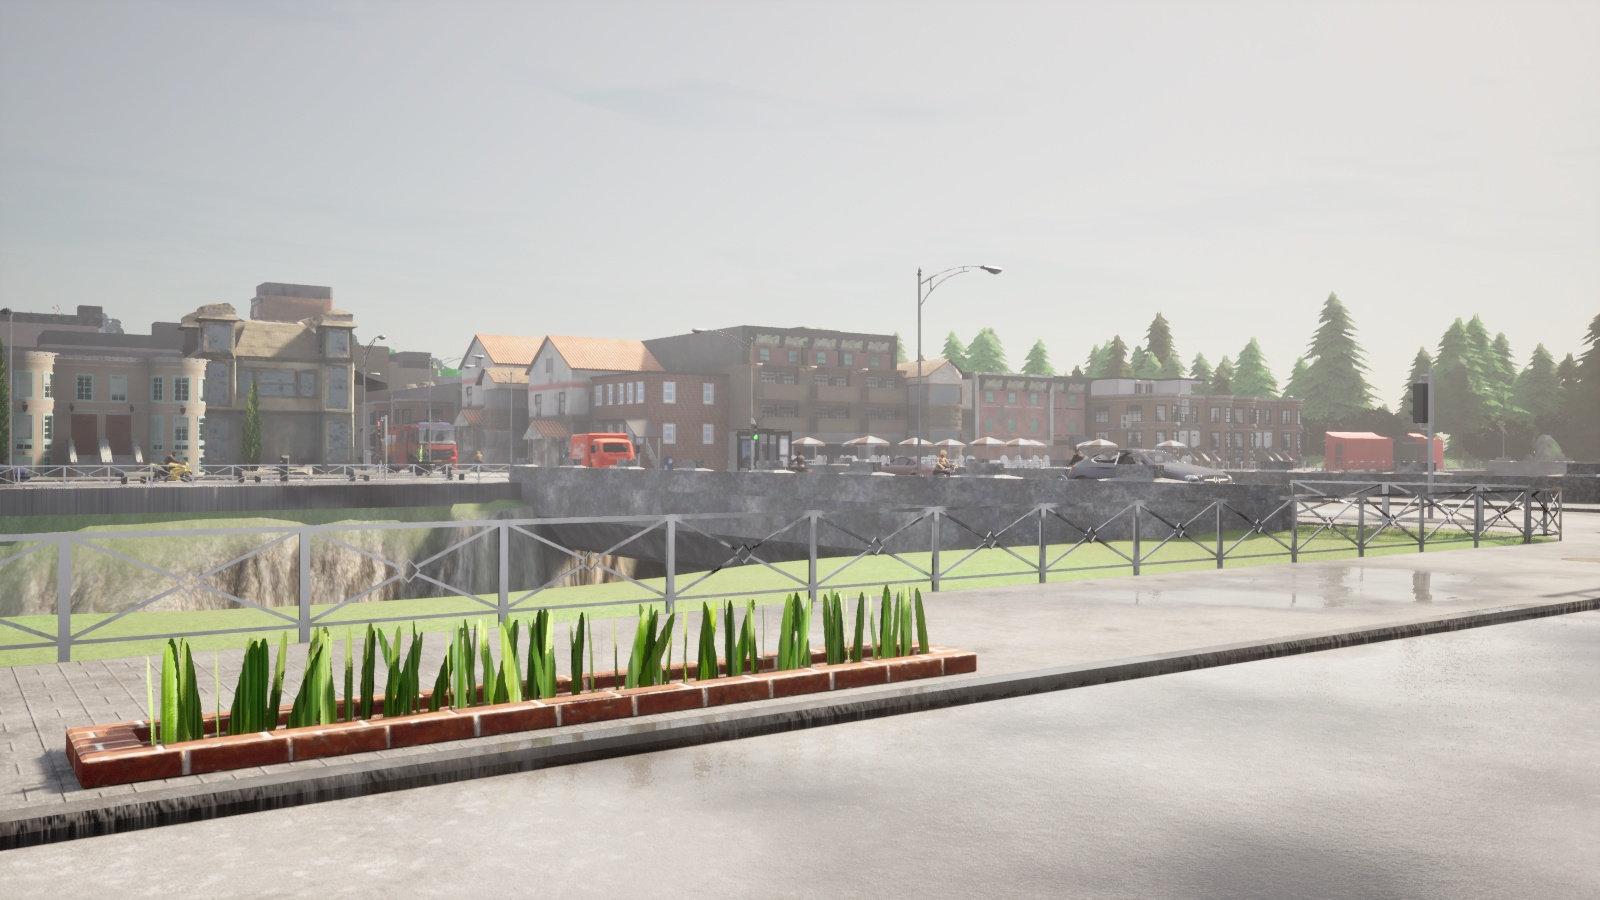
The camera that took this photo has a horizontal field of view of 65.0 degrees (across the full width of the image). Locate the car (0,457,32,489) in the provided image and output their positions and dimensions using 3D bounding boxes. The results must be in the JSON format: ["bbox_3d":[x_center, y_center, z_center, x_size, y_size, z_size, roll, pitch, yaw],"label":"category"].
[{"bbox_3d":[-36.323,1.002,54.185,5.357,1.411,2.033,0,0,-35],"label":"car"}]

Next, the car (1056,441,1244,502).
[{"bbox_3d":[10.046,0.591,36.433,2.152,1.651,5.027,0,0,-35],"label":"car"}]

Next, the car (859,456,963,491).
[{"bbox_3d":[4.506,0.925,51.382,1.994,1.385,4.181,0,0,-35],"label":"car"}]

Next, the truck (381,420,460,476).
[{"bbox_3d":[-27.254,-0.142,89.950,2.891,3.827,8.468,0,0,-35],"label":"truck"}]

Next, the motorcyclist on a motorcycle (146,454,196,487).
[{"bbox_3d":[-29.513,0.934,58.929,2.044,1.523,0.797,0,0,-35],"label":"motorcyclist on a motorcycle"}]

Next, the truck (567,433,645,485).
[{"bbox_3d":[-9.905,0.434,63.659,2.627,2.467,5.204,-1,0,-24],"label":"truck"}]
